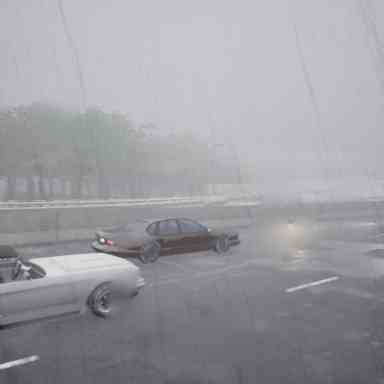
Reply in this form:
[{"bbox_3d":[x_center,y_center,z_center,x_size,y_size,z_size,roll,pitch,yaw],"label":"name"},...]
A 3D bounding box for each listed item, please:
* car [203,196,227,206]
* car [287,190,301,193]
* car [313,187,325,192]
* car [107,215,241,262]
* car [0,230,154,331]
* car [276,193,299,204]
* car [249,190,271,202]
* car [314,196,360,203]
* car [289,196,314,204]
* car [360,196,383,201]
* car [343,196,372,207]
[{"bbox_3d":[3.344,1.383,47.820,1.812,1.442,4.674,0,1,34],"label":"car"},{"bbox_3d":[22.272,0.427,73.234,1.882,1.535,5.008,0,2,39],"label":"car"},{"bbox_3d":[32.466,-0.565,85.058,1.812,1.442,4.674,0,3,42],"label":"car"},{"bbox_3d":[-0.751,1.548,11.808,5.357,1.411,2.033,0,0,-35],"label":"car"},{"bbox_3d":[-3.248,1.601,5.728,4.718,1.301,1.895,0,0,-36],"label":"car"},{"bbox_3d":[13.027,1.358,43.441,4.553,1.767,2.097,0,0,-36],"label":"car"},{"bbox_3d":[12.500,0.732,60.751,2.150,2.045,5.566,0,2,37],"label":"car"},{"bbox_3d":[16.221,1.484,37.121,5.008,1.535,1.882,0,0,-36],"label":"car"},{"bbox_3d":[14.183,1.532,39.965,4.674,1.442,1.812,0,0,-36],"label":"car"},{"bbox_3d":[27.192,1.324,49.330,4.553,1.767,2.097,0,0,-36],"label":"car"},{"bbox_3d":[26.448,1.453,53.092,4.902,1.511,2.128,-1,0,-35],"label":"car"}]
